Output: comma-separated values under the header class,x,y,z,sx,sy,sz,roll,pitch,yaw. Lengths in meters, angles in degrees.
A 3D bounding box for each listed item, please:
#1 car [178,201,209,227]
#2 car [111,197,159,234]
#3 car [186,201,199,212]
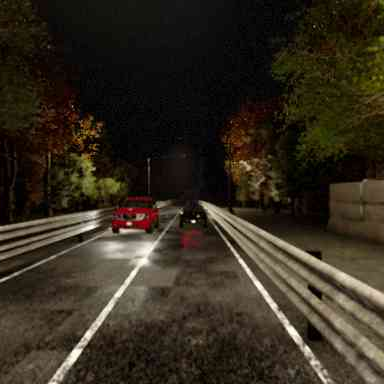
class,x,y,z,sx,sy,sz,roll,pitch,yaw
car,0.096,1.640,23.627,1.837,1.490,4.892,0,0,0
car,-3.261,1.325,20.102,2.150,2.045,5.566,0,-1,0
car,0.093,2.007,47.837,1.837,1.490,4.892,0,-2,0
